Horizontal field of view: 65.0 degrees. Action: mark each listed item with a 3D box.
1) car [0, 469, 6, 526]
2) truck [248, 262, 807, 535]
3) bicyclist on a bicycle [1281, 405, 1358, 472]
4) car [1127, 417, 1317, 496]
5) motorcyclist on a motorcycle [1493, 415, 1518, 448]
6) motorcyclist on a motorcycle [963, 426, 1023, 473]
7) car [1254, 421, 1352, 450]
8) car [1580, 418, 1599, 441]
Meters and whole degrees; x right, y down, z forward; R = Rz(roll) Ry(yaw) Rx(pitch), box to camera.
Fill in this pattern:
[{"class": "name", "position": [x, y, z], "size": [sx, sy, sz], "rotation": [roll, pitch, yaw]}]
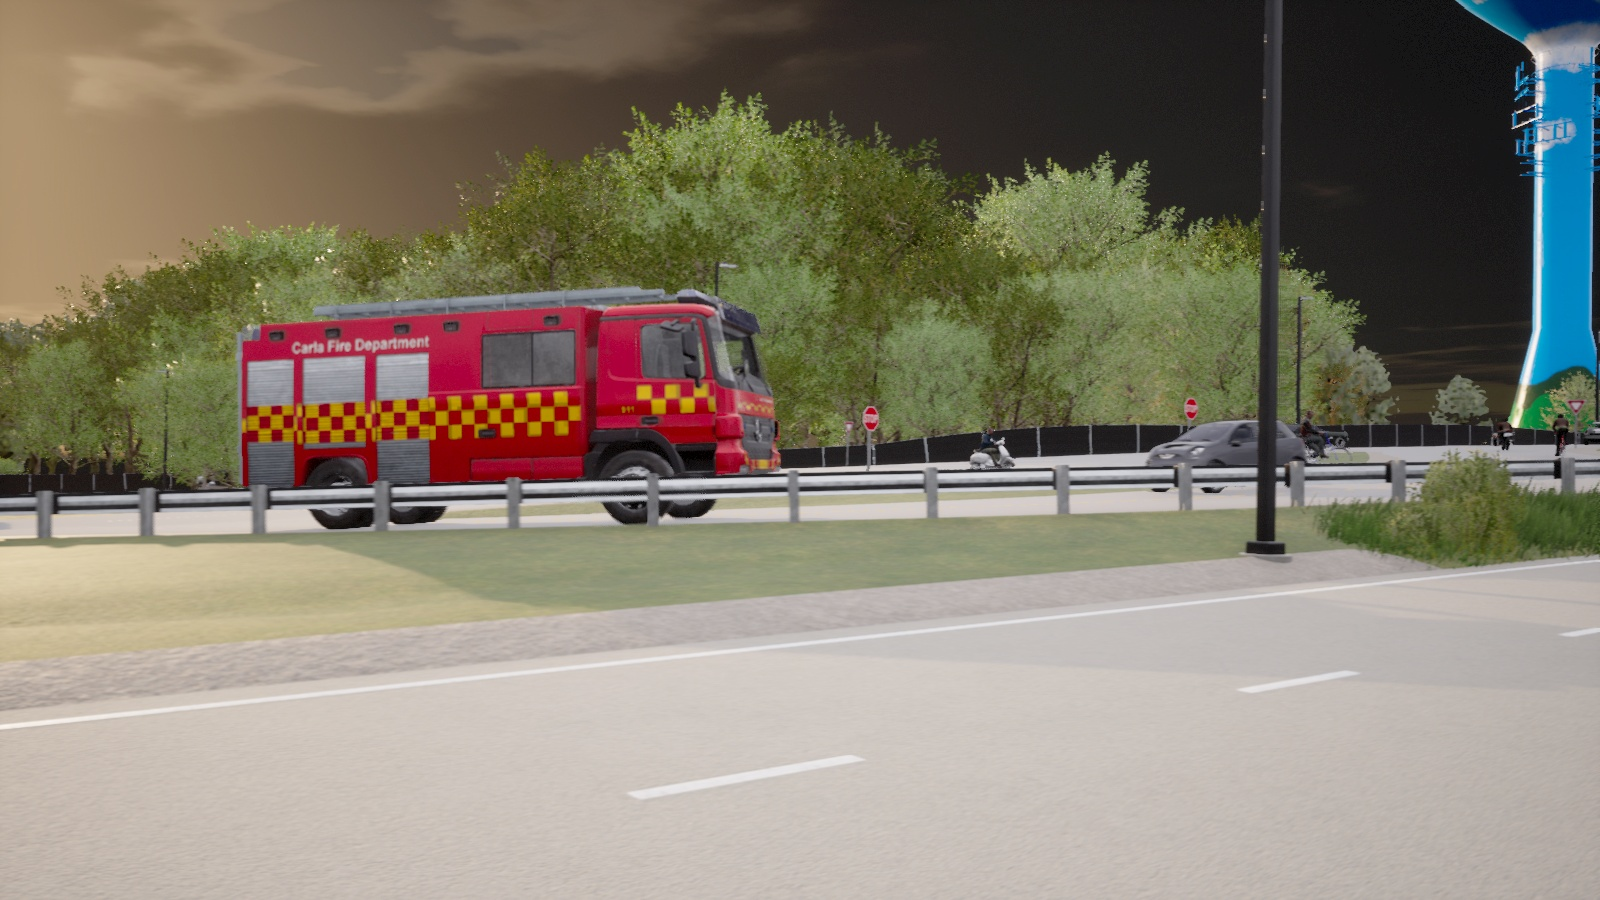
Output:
[{"class": "car", "position": [-23.341, 1.338, 33.175], "size": [3.705, 1.549, 1.789], "rotation": [-2, 1, -22]}, {"class": "truck", "position": [-4.381, -0.673, 20.645], "size": [8.468, 3.827, 2.891], "rotation": [-2, -1, 13]}, {"class": "bicyclist on a bicycle", "position": [14.466, -0.294, 34.985], "size": [1.843, 1.776, 0.659], "rotation": [-2, -2, 35]}, {"class": "car", "position": [8.952, 0.110, 26.620], "size": [3.633, 1.501, 1.845], "rotation": [-2, 0, -31]}, {"class": "motorcyclist on a motorcycle", "position": [32.566, -0.852, 57.992], "size": [0.797, 1.523, 2.044], "rotation": [0, 1, 23]}, {"class": "motorcyclist on a motorcycle", "position": [6.680, -0.014, 43.464], "size": [1.817, 1.590, 0.866], "rotation": [-1, 2, 38]}, {"class": "car", "position": [24.698, -0.725, 61.568], "size": [4.718, 1.301, 1.895], "rotation": [-1, 1, -29]}, {"class": "car", "position": [51.712, -1.317, 79.979], "size": [3.806, 1.475, 1.970], "rotation": [-1, 0, -33]}]
